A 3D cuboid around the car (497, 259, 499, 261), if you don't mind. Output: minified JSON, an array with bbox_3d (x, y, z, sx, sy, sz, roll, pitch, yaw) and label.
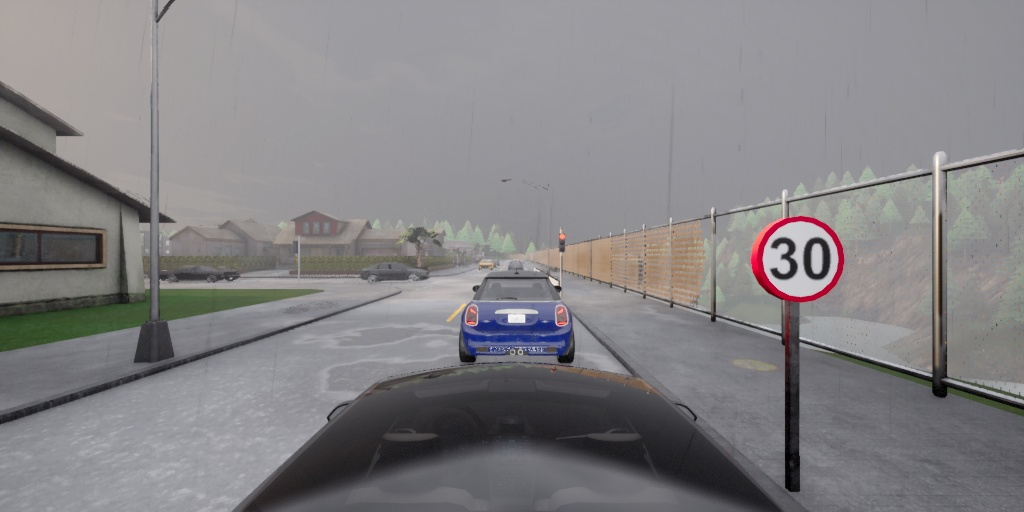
[{"bbox_3d":[-3.558,1.255,60.650,1.837,1.490,4.892,0,0,1],"label":"car"}]

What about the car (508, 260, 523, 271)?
[{"bbox_3d":[0.517,1.314,49.731,1.994,1.385,4.181,0,0,1],"label":"car"}]

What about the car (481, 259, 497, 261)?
[{"bbox_3d":[-3.661,1.227,51.200,1.882,1.535,5.008,0,0,1],"label":"car"}]

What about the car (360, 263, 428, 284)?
[{"bbox_3d":[-8.778,1.256,26.918,4.892,1.490,1.837,0,0,-6],"label":"car"}]

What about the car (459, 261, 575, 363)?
[{"bbox_3d":[0.115,1.102,8.332,2.097,1.767,4.553,0,0,1],"label":"car"}]

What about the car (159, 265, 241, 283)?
[{"bbox_3d":[-23.101,1.350,26.672,4.718,1.301,1.895,0,0,1],"label":"car"}]
